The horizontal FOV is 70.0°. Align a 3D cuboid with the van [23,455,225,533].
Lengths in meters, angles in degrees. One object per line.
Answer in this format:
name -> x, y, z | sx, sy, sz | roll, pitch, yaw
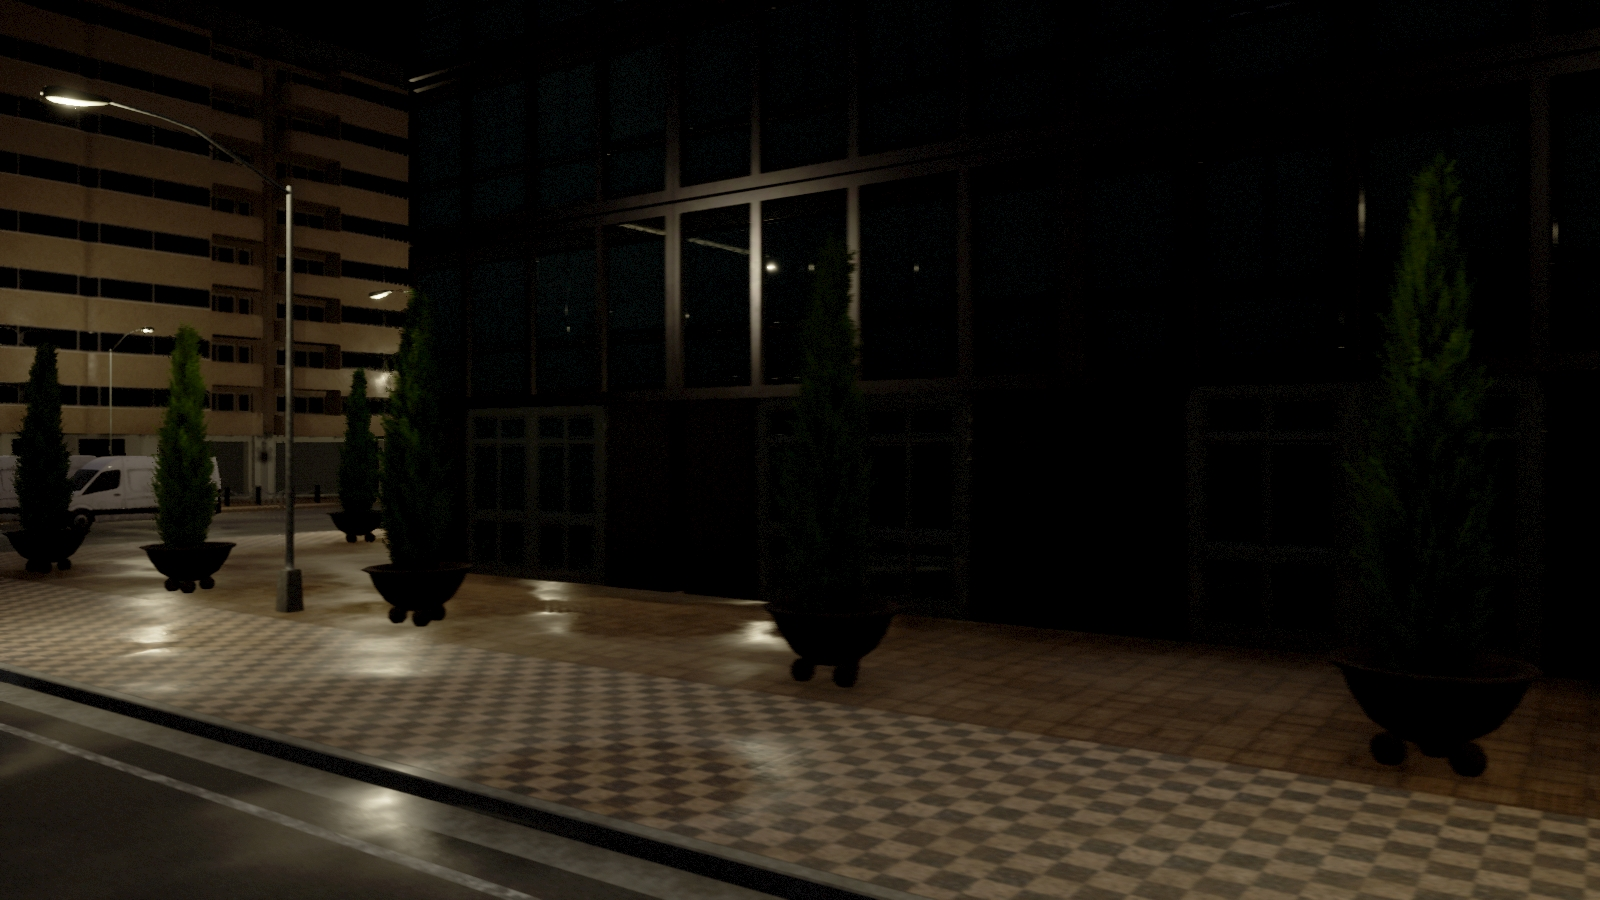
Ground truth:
van -> -23.956, 1.478, 40.755 | 1.988, 2.561, 5.915 | 0, 0, 35
